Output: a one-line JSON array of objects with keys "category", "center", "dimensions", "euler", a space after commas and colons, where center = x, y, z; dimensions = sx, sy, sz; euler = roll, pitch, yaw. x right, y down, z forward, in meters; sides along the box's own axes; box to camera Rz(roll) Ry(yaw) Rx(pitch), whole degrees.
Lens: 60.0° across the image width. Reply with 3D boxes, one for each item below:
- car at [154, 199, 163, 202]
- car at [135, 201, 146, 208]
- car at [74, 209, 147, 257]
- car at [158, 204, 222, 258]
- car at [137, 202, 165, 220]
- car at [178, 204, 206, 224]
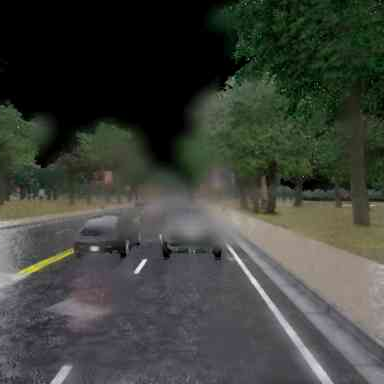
[{"category": "car", "center": [-6.540, 2.227, 64.680], "dimensions": [2.097, 1.767, 4.553], "euler": [0, -1, 1]}, {"category": "car", "center": [-9.779, 2.474, 64.583], "dimensions": [1.895, 1.301, 4.718], "euler": [0, -1, 0]}, {"category": "car", "center": [-3.235, 1.647, 13.521], "dimensions": [1.837, 1.490, 4.892], "euler": [0, 0, 0]}, {"category": "car", "center": [0.015, 1.491, 13.449], "dimensions": [2.097, 1.767, 4.553], "euler": [0, -1, 0]}, {"category": "car", "center": [-3.235, 1.847, 28.914], "dimensions": [1.812, 1.442, 4.674], "euler": [0, -1, 0]}, {"category": "car", "center": [0.012, 1.810, 28.528], "dimensions": [2.128, 1.511, 4.902], "euler": [0, -1, 0]}]
